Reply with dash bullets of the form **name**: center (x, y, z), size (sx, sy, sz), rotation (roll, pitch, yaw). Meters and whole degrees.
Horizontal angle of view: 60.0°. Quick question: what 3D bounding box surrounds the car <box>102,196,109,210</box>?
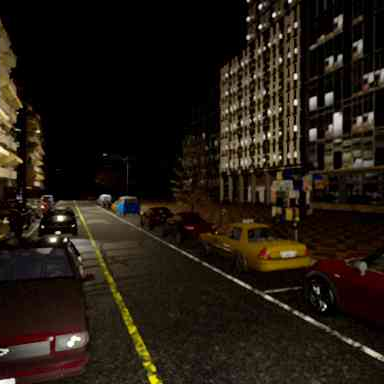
- **car**: center (-9.720, 1.572, 41.489), size (1.947, 1.339, 4.313), rotation (0, 0, -20)

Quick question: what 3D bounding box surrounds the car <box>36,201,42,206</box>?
- **car**: center (-11.887, 1.551, 23.039), size (2.008, 1.369, 4.403), rotation (0, 0, -20)

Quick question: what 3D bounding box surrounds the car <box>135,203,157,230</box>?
- **car**: center (-2.118, 1.579, 20.730), size (1.802, 1.307, 4.206), rotation (0, 0, -20)

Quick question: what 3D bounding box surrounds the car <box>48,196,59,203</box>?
- **car**: center (-28.991, 1.608, 69.745), size (1.947, 1.339, 4.313), rotation (0, 0, -20)

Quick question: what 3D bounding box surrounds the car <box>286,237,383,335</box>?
- **car**: center (3.582, 1.438, 5.161), size (1.967, 1.590, 4.097), rotation (0, 0, -20)

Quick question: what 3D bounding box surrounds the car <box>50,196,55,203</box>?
- **car**: center (-19.489, 1.557, 43.797), size (1.887, 1.381, 4.507), rotation (0, 0, -20)

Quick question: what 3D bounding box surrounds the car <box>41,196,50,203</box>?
- **car**: center (-15.689, 1.445, 33.417), size (1.967, 1.590, 4.097), rotation (0, 0, -20)

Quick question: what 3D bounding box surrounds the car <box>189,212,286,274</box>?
- **car**: center (1.624, 1.523, 10.511), size (1.752, 1.417, 4.829), rotation (0, 0, -20)

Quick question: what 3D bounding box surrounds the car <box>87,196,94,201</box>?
- **car**: center (-26.824, 1.610, 88.196), size (1.887, 1.381, 4.507), rotation (-1, 0, -20)

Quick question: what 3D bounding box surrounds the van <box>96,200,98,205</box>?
- **van**: center (-13.523, 1.357, 51.869), size (1.690, 1.788, 3.998), rotation (0, 0, -20)

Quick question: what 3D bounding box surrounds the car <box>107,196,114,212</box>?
- **car**: center (-7.878, 1.528, 36.458), size (1.752, 1.417, 4.829), rotation (0, 0, -20)

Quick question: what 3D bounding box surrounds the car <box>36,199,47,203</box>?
- **car**: center (-13.788, 1.553, 28.229), size (2.008, 1.369, 4.403), rotation (0, 0, -20)

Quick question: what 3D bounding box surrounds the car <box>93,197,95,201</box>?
- **car**: center (-15.480, 1.547, 57.217), size (1.752, 1.417, 4.829), rotation (0, 0, -20)

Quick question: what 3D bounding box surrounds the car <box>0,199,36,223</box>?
- **car**: center (-9.989, 1.315, 17.849), size (2.192, 1.841, 5.009), rotation (0, 0, -20)

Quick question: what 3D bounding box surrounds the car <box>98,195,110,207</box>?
- **car**: center (-11.621, 1.451, 46.678), size (1.967, 1.590, 4.097), rotation (0, 0, -20)

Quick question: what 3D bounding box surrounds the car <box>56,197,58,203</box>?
- **car**: center (-23.290, 1.605, 54.176), size (1.802, 1.307, 4.206), rotation (0, 0, -20)

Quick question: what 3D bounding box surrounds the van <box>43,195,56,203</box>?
- **van**: center (-21.392, 1.359, 48.987), size (1.690, 1.788, 3.998), rotation (0, 0, -20)

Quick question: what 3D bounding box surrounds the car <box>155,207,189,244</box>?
- **car**: center (-0.218, 1.579, 15.542), size (1.802, 1.307, 4.206), rotation (0, 0, -20)

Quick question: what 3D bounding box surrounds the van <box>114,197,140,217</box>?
- **van**: center (-5.920, 1.341, 31.110), size (1.690, 1.788, 3.998), rotation (0, 0, -20)

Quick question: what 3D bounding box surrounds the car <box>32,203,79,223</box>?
- **car**: center (-7.288, 1.546, 18.314), size (2.033, 1.411, 5.357), rotation (0, 0, -20)

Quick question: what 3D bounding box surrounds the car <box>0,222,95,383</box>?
- **car**: center (-2.815, 1.547, 5.822), size (2.033, 1.411, 5.357), rotation (0, 0, -20)

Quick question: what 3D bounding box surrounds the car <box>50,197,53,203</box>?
- **car**: center (-17.589, 1.574, 38.608), size (1.947, 1.339, 4.313), rotation (0, 0, -20)

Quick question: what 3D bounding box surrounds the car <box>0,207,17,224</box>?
- **car**: center (-8.029, 1.525, 12.501), size (1.752, 1.417, 4.829), rotation (0, 0, -20)
